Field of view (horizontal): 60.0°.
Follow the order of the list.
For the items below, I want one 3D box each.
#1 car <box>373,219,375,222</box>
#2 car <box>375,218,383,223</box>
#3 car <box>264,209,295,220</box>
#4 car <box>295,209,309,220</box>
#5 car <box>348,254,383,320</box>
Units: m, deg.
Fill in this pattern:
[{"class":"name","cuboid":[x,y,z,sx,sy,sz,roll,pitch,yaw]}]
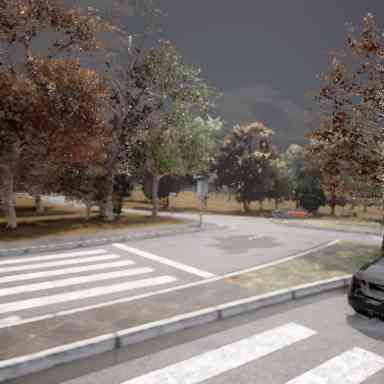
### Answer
[{"class":"car","cuboid":[32.125,4.472,53.225,5.357,1.411,2.033,2,-2,22]},{"class":"car","cuboid":[30.935,4.237,50.232,4.902,1.511,2.128,2,-3,22]},{"class":"car","cuboid":[11.967,3.159,46.668,4.181,1.385,1.994,5,-3,-40]},{"class":"car","cuboid":[16.338,3.437,53.238,4.553,1.767,2.097,4,-2,-22]},{"class":"car","cuboid":[4.834,1.580,6.216,4.181,1.385,1.994,1,-1,-33]}]
